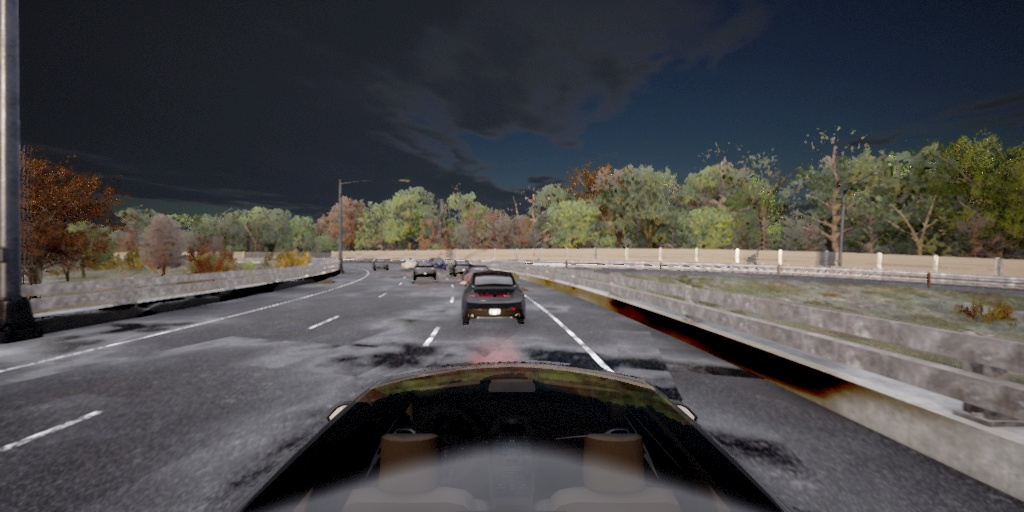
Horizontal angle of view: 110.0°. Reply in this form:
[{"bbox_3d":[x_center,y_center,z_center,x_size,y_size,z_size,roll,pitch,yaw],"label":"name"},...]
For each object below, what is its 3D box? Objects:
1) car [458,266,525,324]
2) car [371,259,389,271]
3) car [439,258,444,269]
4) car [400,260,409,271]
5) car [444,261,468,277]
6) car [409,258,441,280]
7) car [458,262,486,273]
[{"bbox_3d":[-0.669,1.236,11.961,1.837,1.490,4.892,0,0,-5],"label":"car"},{"bbox_3d":[-17.826,1.163,48.331,2.128,1.511,4.902,0,0,-26],"label":"car"},{"bbox_3d":[-10.491,1.024,49.160,2.097,1.767,4.553,0,0,-25],"label":"car"},{"bbox_3d":[-13.509,1.199,47.386,1.812,1.442,4.674,0,0,-24],"label":"car"},{"bbox_3d":[-5.025,1.185,34.758,2.128,1.511,4.902,0,0,-17],"label":"car"},{"bbox_3d":[-7.578,1.193,31.035,2.128,1.511,4.902,0,0,-15],"label":"car"},{"bbox_3d":[-2.175,1.277,22.704,1.994,1.385,4.181,0,0,-10],"label":"car"}]
